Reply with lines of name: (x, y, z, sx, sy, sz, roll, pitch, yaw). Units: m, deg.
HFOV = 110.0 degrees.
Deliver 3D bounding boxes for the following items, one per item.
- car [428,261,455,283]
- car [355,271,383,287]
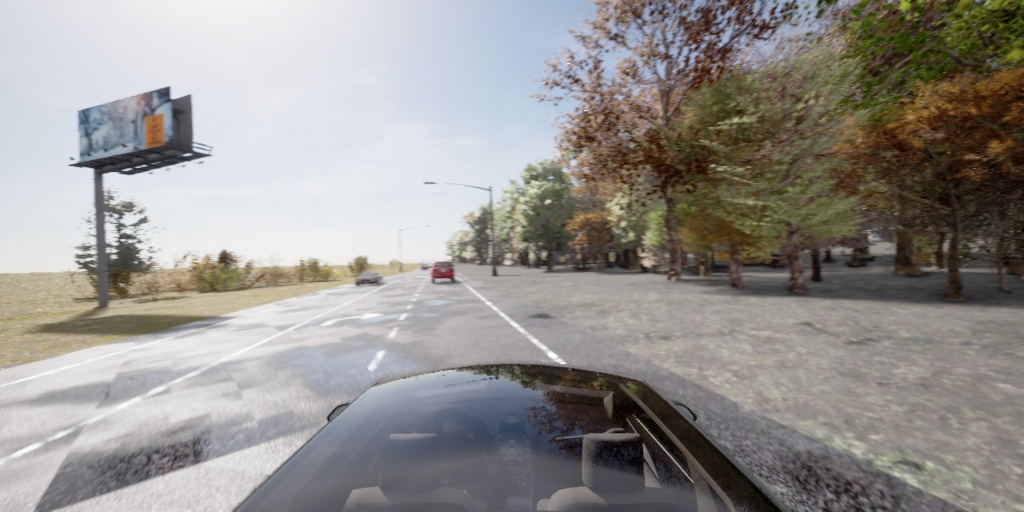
car: (-6.753, 1.505, 35.009, 2.150, 2.045, 5.566, -3, 0, -12)
car: (-13.741, 2.182, 34.644, 1.994, 1.385, 4.181, -3, 0, -11)
